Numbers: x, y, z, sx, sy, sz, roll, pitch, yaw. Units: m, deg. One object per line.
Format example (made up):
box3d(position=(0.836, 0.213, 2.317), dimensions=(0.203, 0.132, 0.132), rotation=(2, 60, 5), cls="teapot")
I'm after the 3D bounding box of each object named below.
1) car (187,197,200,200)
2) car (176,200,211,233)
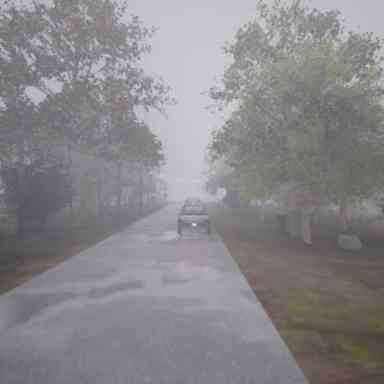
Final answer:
box3d(position=(0.132, 1.343, 38.332), dimensions=(2.097, 1.767, 4.553), rotation=(0, 0, 0), cls="car")
box3d(position=(0.113, 1.487, 19.805), dimensions=(2.128, 1.511, 4.902), rotation=(0, 0, 0), cls="car")
